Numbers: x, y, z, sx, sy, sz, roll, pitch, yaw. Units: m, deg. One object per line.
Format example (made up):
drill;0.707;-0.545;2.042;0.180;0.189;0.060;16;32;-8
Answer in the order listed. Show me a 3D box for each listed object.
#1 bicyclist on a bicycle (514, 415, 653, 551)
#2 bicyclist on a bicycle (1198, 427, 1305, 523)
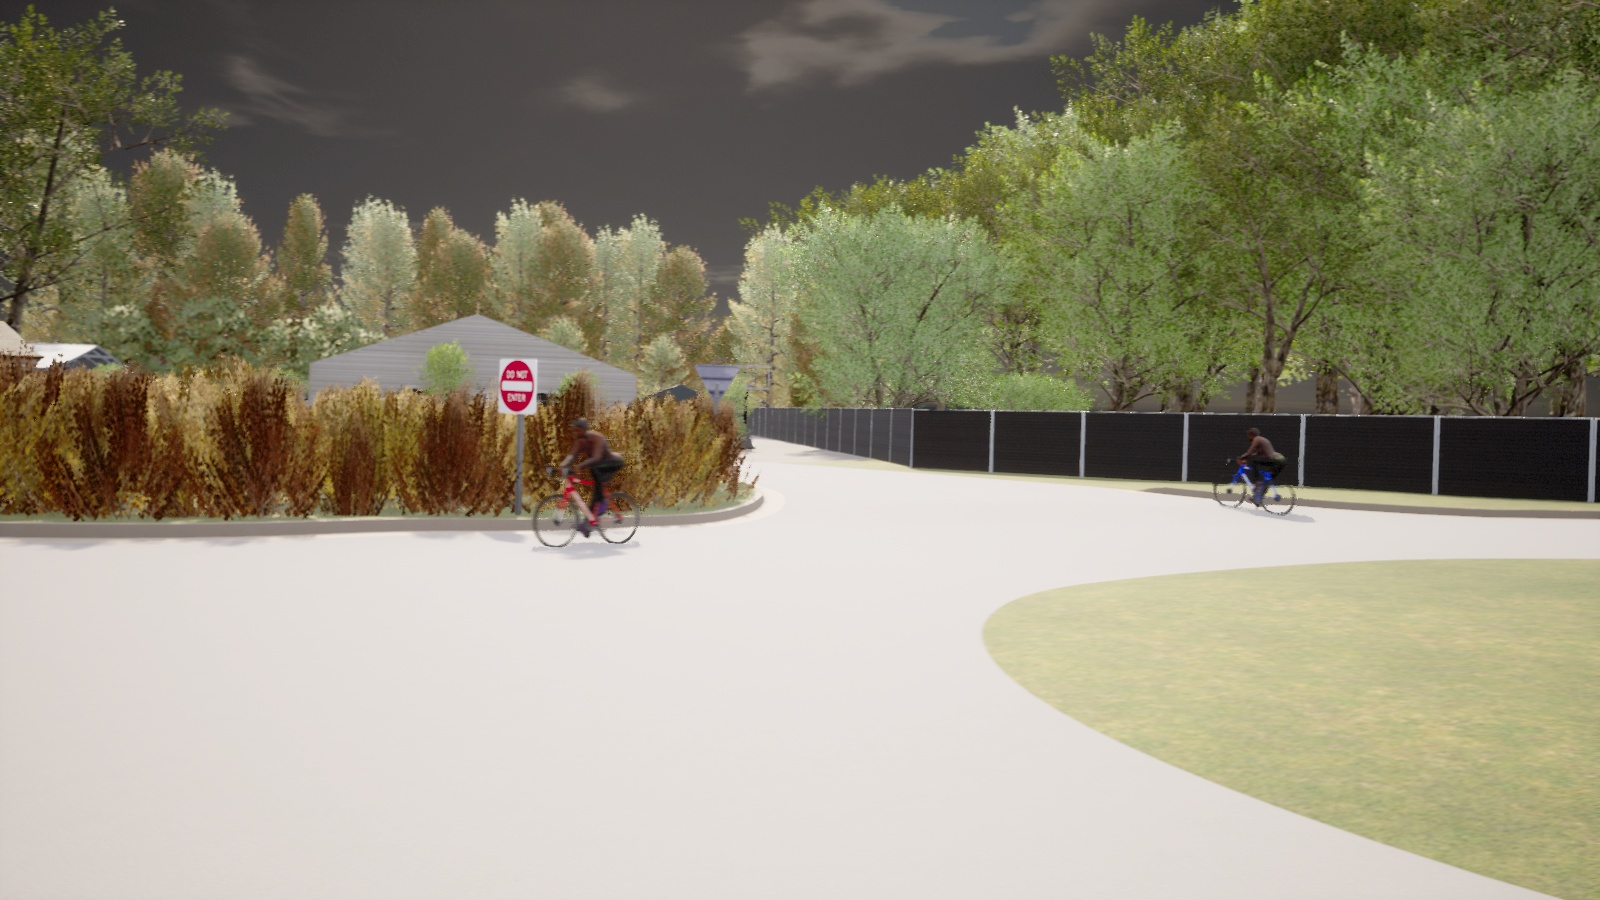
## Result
bicyclist on a bicycle;-2.706;0.396;15.825;0.582;1.620;1.656;3;2;43
bicyclist on a bicycle;8.704;0.462;24.249;1.656;1.620;0.582;10;6;44
